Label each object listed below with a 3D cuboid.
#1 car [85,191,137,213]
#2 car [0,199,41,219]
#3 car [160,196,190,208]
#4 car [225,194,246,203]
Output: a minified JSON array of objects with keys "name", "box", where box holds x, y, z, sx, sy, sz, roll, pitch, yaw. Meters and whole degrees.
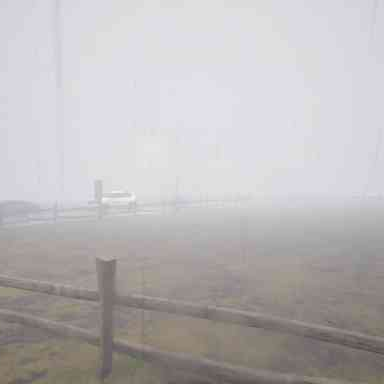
[{"name":"car","box":[-7.989,0.937,33.378,2.150,2.045,5.566,1,1,36]},{"name":"car","box":[-13.975,1.340,25.094,1.837,1.490,4.892,1,1,36]},{"name":"car","box":[-2.106,1.161,41.536,1.994,1.385,4.181,1,1,35]},{"name":"car","box":[7.099,0.974,54.132,1.994,1.385,4.181,1,1,36]}]
